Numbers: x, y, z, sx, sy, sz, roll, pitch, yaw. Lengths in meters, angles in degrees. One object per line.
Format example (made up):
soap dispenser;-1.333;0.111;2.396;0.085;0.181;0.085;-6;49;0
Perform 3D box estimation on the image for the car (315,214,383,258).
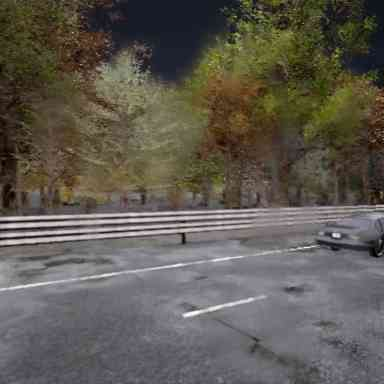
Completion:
car;7.091;1.572;12.961;5.357;1.411;2.033;0;0;-34
